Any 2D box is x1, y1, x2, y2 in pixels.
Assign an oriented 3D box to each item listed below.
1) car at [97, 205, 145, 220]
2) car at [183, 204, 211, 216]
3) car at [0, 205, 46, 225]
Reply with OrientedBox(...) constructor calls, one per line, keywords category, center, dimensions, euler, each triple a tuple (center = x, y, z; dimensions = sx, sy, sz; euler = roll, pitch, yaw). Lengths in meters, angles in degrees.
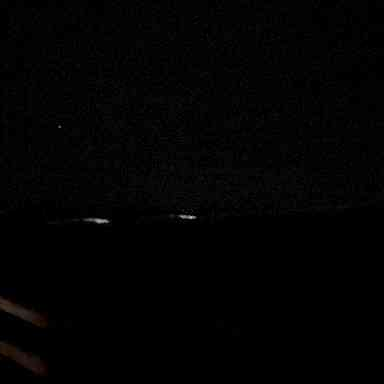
OrientedBox(category="car", center=(-7.249, 2.074, 34.746), dimensions=(2.033, 1.411, 5.357), euler=(4, 0, 36))
OrientedBox(category="car", center=(0.734, 2.437, 45.835), dimensions=(1.837, 1.490, 4.892), euler=(4, 2, 36))
OrientedBox(category="car", center=(-13.601, 1.751, 25.873), dimensions=(1.994, 1.385, 4.181), euler=(4, 0, 36))
